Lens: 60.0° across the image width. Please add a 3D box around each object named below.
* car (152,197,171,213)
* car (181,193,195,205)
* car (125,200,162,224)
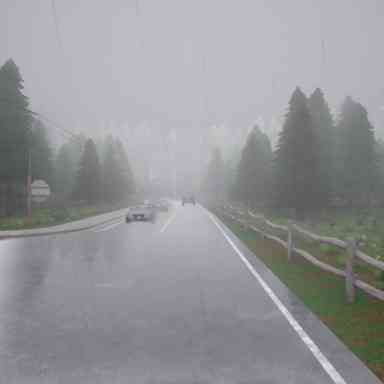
[{"bbox_3d":[-3.735,1.353,37.022,2.097,1.767,4.553,0,0,-1],"label":"car"},{"bbox_3d":[-0.640,1.228,58.018,2.150,2.045,5.566,0,0,-2],"label":"car"},{"bbox_3d":[-3.626,1.563,24.583,1.994,1.385,4.181,0,0,0],"label":"car"}]
